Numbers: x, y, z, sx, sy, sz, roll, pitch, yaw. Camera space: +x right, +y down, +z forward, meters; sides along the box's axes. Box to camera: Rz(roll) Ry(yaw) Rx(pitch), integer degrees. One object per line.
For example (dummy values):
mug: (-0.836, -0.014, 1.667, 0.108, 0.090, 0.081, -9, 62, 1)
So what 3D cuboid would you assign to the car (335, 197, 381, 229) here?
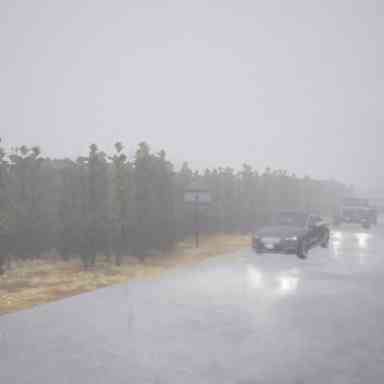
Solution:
car: (11.773, 1.411, 23.923, 2.150, 2.045, 5.566, -1, -1, 36)

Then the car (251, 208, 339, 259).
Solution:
car: (4.023, 1.569, 13.168, 2.128, 1.511, 4.902, -1, -1, 36)

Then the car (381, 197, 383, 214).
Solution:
car: (20.781, 1.565, 36.280, 2.150, 2.045, 5.566, -1, -1, 36)
